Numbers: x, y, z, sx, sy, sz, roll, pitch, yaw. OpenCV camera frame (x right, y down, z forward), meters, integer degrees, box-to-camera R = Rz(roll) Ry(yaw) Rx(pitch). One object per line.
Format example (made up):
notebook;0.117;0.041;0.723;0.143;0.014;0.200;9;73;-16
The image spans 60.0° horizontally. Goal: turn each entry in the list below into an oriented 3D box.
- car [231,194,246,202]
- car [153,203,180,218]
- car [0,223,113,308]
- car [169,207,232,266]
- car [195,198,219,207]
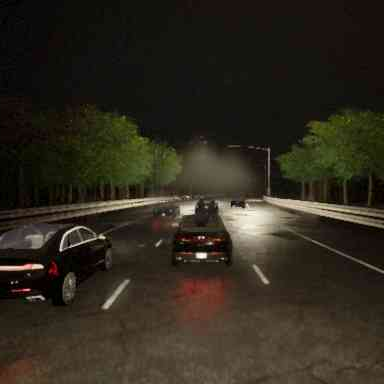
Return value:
car;6.318;1.396;46.406;1.994;1.385;4.181;0;0;7
car;-2.197;1.596;29.857;1.895;1.301;4.718;0;0;4
car;-3.267;1.488;7.921;2.128;1.511;4.902;0;0;1
car;0.331;1.506;11.602;1.837;1.490;4.892;0;0;2
car;1.429;1.351;31.184;2.097;1.767;4.553;0;0;4
